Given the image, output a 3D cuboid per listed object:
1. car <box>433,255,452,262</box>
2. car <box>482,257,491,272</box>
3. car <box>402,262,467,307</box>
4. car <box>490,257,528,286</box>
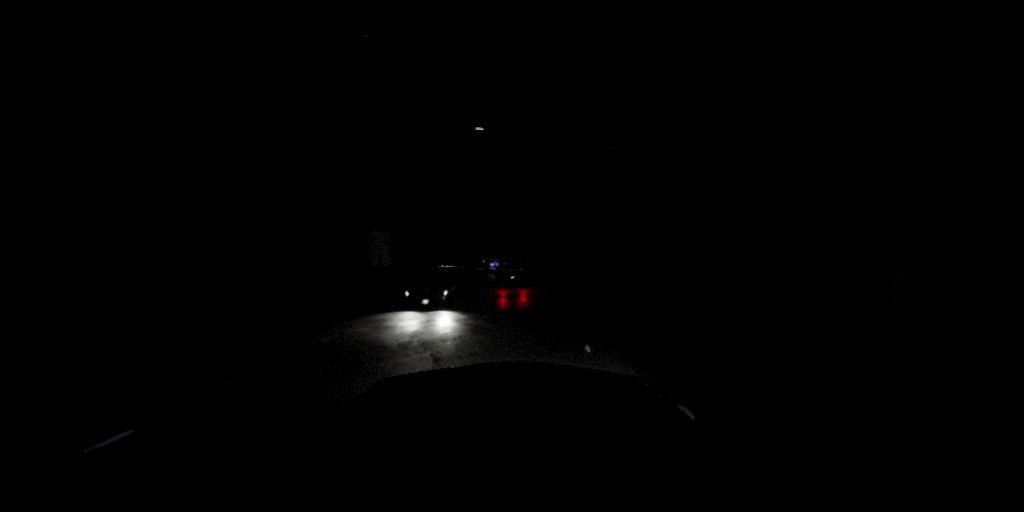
[{"bbox_3d":[-9.957,0.578,51.053,2.033,1.411,5.357,-3,2,-23],"label":"car"},{"bbox_3d":[-1.794,0.763,35.697,2.033,1.411,5.357,-2,1,-12],"label":"car"},{"bbox_3d":[-3.043,1.183,15.239,2.033,1.411,5.357,-1,1,0],"label":"car"},{"bbox_3d":[-0.112,0.956,22.530,2.128,1.511,4.902,-1,1,-4],"label":"car"}]
